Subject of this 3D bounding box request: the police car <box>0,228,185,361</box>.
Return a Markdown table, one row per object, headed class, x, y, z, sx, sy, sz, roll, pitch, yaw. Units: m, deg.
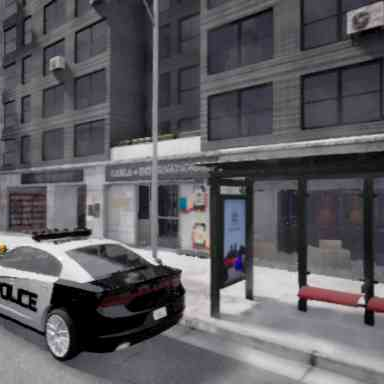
| class | x | y | z | sx | sy | sz | roll | pitch | yaw |
| --- | --- | --- | --- | --- | --- | --- | --- | --- | --- |
| police car | -2.521 | 1.519 | 6.242 | 5.238 | 1.638 | 1.930 | 0 | -1 | 37 |
